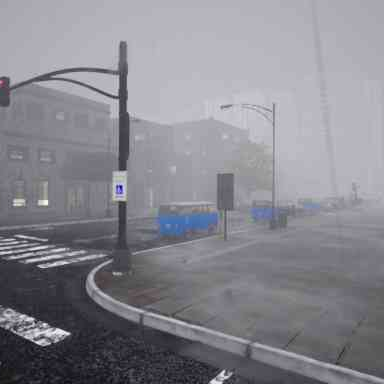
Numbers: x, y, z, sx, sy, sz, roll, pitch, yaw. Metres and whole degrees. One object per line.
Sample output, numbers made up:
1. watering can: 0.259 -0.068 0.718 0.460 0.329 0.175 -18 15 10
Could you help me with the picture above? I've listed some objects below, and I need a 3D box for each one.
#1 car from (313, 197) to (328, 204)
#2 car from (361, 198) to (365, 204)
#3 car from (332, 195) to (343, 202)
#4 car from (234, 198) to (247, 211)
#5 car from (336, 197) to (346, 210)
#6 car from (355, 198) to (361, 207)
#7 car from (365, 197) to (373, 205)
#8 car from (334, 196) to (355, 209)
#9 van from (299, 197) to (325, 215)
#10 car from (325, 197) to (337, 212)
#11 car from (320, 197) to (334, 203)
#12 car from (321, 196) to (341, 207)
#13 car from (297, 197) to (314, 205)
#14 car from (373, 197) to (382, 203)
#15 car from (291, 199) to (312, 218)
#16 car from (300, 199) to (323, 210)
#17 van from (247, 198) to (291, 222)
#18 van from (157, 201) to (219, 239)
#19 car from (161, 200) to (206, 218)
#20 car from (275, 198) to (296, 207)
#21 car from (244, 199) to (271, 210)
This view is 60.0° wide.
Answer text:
1. car: 27.888 1.728 72.036 1.752 1.417 4.829 0 0 35
2. car: 28.579 1.748 58.447 1.752 1.417 4.829 0 0 35
3. car: 37.513 1.712 85.727 1.967 1.590 4.097 0 0 35
4. car: 5.758 1.506 40.556 1.967 1.590 4.097 0 0 35
5. car: 18.953 1.729 44.755 1.947 1.339 4.313 0 0 35
6. car: 25.307 1.517 53.791 2.192 1.841 5.009 0 0 35
7. car: 34.832 1.810 67.342 1.887 1.381 4.507 0 0 35
8. car: 22.131 1.497 49.273 2.192 1.841 5.009 0 0 35
9. van: 12.604 1.469 35.721 1.690 1.788 3.998 0 0 35
10. car: 15.876 1.671 40.378 1.752 1.417 4.829 0 0 35
11. car: 31.161 1.792 76.693 1.947 1.339 4.313 0 0 35
12. car: 22.979 1.533 54.976 2.097 1.767 4.553 1 0 35
13. car: 21.635 1.705 63.141 1.887 1.381 4.507 0 0 35
14. car: 44.359 1.899 80.893 1.947 1.339 4.313 0 0 35
15. car: 9.427 1.655 31.203 1.887 1.381 4.507 0 0 35
16. car: 16.518 1.706 45.783 1.994 1.385 4.181 1 0 35
17. van: 6.252 1.436 26.687 1.690 1.788 3.998 0 0 35
18. van: -0.099 1.407 17.652 1.690 1.788 3.998 0 0 35
19. car: -0.691 1.558 31.381 1.752 1.417 4.829 0 0 35
20. car: 15.284 1.665 54.107 1.887 1.381 4.507 0 0 35
21. car: 8.933 1.629 45.073 1.887 1.381 4.507 0 0 35
